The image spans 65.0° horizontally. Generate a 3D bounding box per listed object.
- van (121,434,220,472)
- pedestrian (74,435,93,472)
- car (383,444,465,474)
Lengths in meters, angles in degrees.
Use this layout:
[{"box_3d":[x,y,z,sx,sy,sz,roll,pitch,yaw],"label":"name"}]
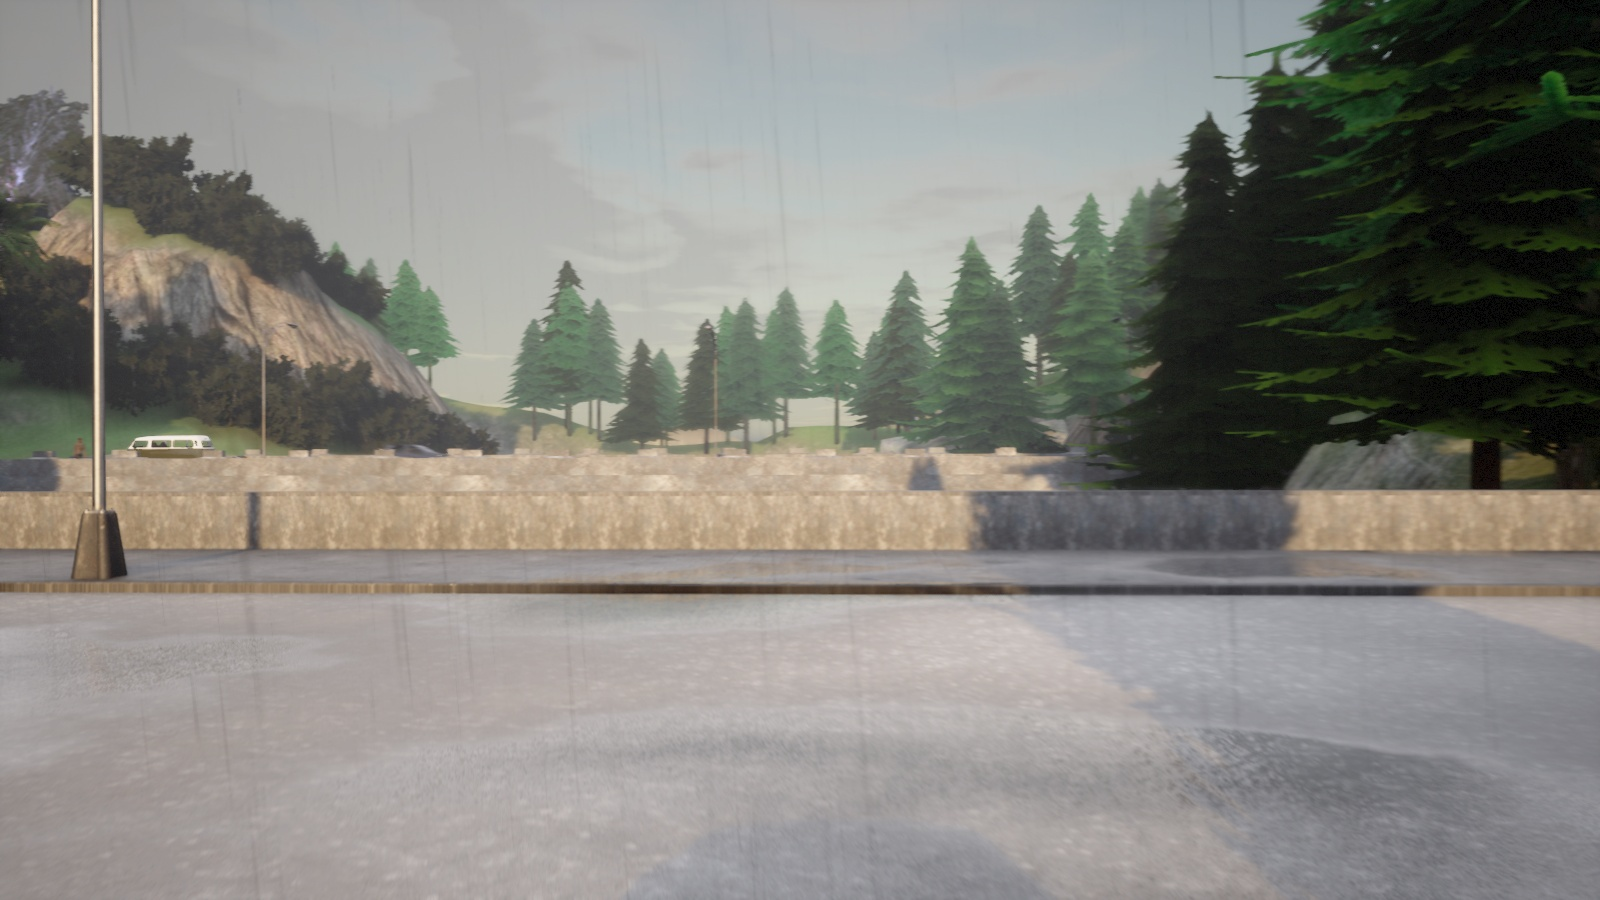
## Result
[{"box_3d":[-34.845,0.158,69.571,4.480,2.038,2.069,0,0,3],"label":"van"},{"box_3d":[-35.042,0.187,61.381,0.869,1.805,0.328,0,0,22],"label":"pedestrian"},{"box_3d":[-19.379,0.453,64.815,3.633,1.501,1.845,0,0,3],"label":"car"}]
